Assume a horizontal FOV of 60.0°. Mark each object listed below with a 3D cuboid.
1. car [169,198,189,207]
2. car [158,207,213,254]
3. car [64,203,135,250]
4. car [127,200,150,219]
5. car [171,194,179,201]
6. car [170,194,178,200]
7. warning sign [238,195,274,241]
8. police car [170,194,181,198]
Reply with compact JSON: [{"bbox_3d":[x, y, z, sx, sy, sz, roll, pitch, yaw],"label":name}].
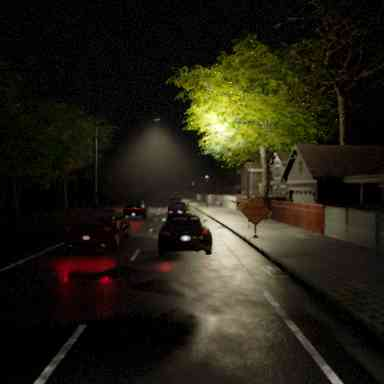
[{"bbox_3d":[-1.044,1.486,26.172,2.033,1.411,5.357,0,0,-4],"label":"car"},{"bbox_3d":[-0.295,1.539,13.342,1.994,1.385,4.181,0,0,-2],"label":"car"},{"bbox_3d":[-3.830,1.452,14.209,1.882,1.535,5.008,0,0,-2],"label":"car"},{"bbox_3d":[-4.684,1.443,28.103,1.837,1.490,4.892,0,1,-4],"label":"car"},{"bbox_3d":[-4.128,1.265,79.322,1.801,1.575,5.366,0,0,-4],"label":"car"},{"bbox_3d":[-4.576,1.288,85.114,1.837,1.490,4.892,0,0,-4],"label":"car"},{"bbox_3d":[2.710,1.085,14.177,1.300,1.860,1.060,0,1,-2],"label":"warning sign"},{"bbox_3d":[-3.349,1.266,69.273,1.930,1.638,5.238,0,0,-4],"label":"police car"}]
